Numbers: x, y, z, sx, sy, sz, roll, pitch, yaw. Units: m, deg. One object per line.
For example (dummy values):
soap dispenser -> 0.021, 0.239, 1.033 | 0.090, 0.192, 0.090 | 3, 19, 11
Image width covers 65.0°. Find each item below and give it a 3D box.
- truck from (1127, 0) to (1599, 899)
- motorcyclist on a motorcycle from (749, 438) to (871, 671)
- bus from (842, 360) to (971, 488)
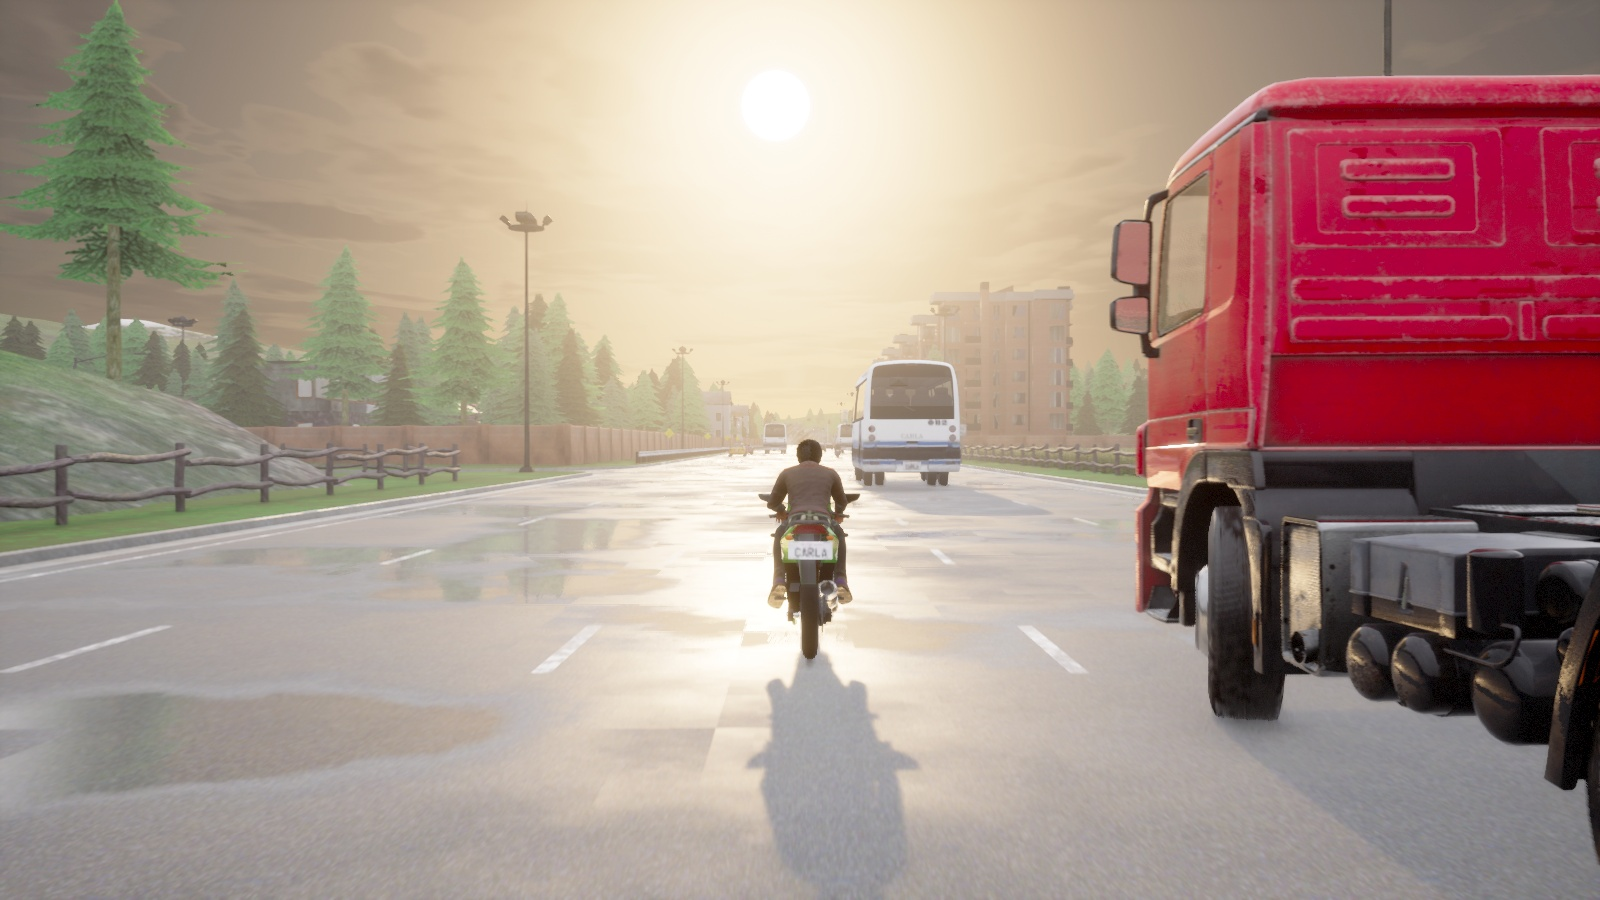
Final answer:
truck -> 3.575, -0.258, 4.464 | 2.891, 3.462, 7.936 | 0, 0, 1
motorcyclist on a motorcycle -> 0.068, 0.677, 9.241 | 0.797, 1.523, 2.044 | 0, 0, 0
bus -> 3.700, -0.891, 46.838 | 3.944, 4.253, 10.273 | 0, 0, 0
